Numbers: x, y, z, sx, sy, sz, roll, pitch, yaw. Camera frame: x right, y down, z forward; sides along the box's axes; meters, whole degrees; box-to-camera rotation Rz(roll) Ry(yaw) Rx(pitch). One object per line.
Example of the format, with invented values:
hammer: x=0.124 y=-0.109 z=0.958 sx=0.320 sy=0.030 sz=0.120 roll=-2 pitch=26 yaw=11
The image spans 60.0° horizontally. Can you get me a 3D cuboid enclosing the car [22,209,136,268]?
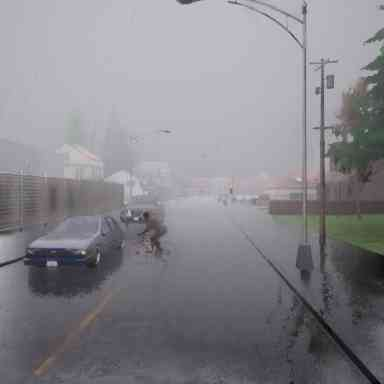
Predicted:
car: x=-3.652 y=1.547 z=11.635 sx=2.033 sy=1.411 sz=5.357 roll=0 pitch=0 yaw=3

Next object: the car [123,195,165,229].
car: x=-3.144 y=1.222 z=22.208 sx=2.150 sy=2.045 sz=5.566 roll=0 pitch=0 yaw=3

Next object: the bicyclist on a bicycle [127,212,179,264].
bicyclist on a bicycle: x=-1.232 y=1.452 z=10.404 sx=1.656 sy=1.620 sz=0.582 roll=-2 pitch=0 yaw=3
